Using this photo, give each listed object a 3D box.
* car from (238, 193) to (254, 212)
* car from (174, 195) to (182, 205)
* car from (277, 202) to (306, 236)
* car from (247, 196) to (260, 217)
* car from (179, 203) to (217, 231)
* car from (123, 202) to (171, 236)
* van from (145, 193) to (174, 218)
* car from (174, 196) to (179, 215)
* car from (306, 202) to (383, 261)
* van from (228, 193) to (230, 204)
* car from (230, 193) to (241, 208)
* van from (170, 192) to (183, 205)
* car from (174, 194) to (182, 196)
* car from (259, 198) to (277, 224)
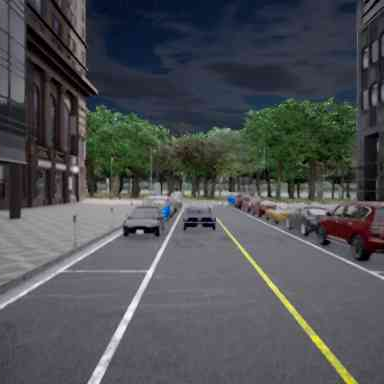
[{"bbox_3d":[6.199,1.202,33.603,1.967,1.590,4.097,0,0,0],"label":"car"},{"bbox_3d":[-2.326,1.305,33.626,1.947,1.339,4.313,0,0,0],"label":"car"},{"bbox_3d":[6.158,1.434,17.292,2.008,1.369,4.403,0,0,0],"label":"car"},{"bbox_3d":[6.186,1.347,28.167,1.887,1.381,4.507,0,0,0],"label":"car"},{"bbox_3d":[0.402,1.452,19.495,1.895,1.301,4.718,0,0,0],"label":"car"},{"bbox_3d":[-2.367,1.426,17.313,1.947,1.339,4.313,0,0,0],"label":"car"},{"bbox_3d":[-2.353,1.161,22.749,1.690,1.788,3.998,0,0,0],"label":"van"},{"bbox_3d":[-2.340,1.306,28.018,1.752,1.417,4.829,0,0,0],"label":"car"},{"bbox_3d":[6.145,1.240,11.853,2.192,1.841,5.009,0,0,0],"label":"car"},{"bbox_3d":[6.227,1.025,44.478,1.690,1.788,3.998,0,0,0],"label":"van"},{"bbox_3d":[6.213,1.038,39.040,2.192,1.841,5.009,0,0,0],"label":"car"},{"bbox_3d":[-2.285,0.963,49.937,1.690,1.788,3.998,0,0,0],"label":"van"},{"bbox_3d":[-2.313,1.226,38.893,1.752,1.417,4.829,0,0,0],"label":"car"},{"bbox_3d":[6.172,1.367,22.899,1.752,1.417,4.829,0,0,0],"label":"car"}]
